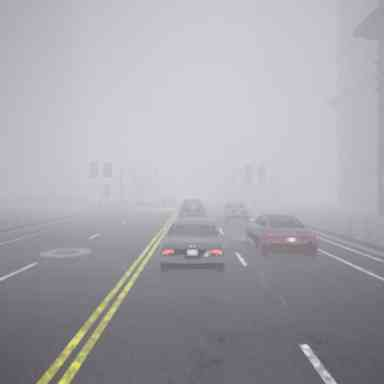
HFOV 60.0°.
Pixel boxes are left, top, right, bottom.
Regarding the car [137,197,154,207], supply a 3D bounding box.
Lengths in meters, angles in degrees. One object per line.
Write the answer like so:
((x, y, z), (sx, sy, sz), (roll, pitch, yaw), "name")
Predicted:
((-6.542, 1.432, 47.931), (1.812, 1.442, 4.674), (0, 0, 0), "car")

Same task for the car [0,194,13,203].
((-34.914, 1.429, 60.862), (4.206, 1.307, 1.802), (0, 0, 0), "car")

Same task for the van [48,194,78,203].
((-23.559, 1.195, 60.865), (3.998, 1.788, 1.690), (0, 0, 0), "van")

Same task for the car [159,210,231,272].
((0.028, 1.526, 10.672), (2.033, 1.411, 5.357), (0, 0, 1), "car")

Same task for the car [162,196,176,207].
((-3.291, 1.397, 48.651), (2.128, 1.511, 4.902), (0, 0, 0), "car")

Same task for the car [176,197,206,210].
((0.048, 1.297, 27.768), (2.097, 1.767, 4.553), (0, 0, 0), "car")

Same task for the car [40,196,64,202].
((-29.240, 1.441, 69.389), (4.206, 1.307, 1.802), (0, 0, 0), "car")

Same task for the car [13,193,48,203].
((-29.236, 1.165, 60.864), (5.009, 1.841, 2.192), (0, 0, 0), "car")

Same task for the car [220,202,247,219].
((3.280, 1.497, 25.713), (2.033, 1.411, 5.357), (0, 0, 0), "car")

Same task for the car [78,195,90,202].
((-23.563, 1.414, 69.390), (4.403, 1.369, 2.008), (0, 0, 0), "car")

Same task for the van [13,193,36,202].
((-34.918, 1.196, 69.388), (3.998, 1.788, 1.690), (0, 0, 0), "van")

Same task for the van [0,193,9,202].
((-40.595, 1.194, 69.386), (3.998, 1.788, 1.690), (0, 0, 0), "van")

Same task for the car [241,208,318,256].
((3.300, 1.539, 12.960), (1.994, 1.385, 4.181), (0, 0, 1), "car")
